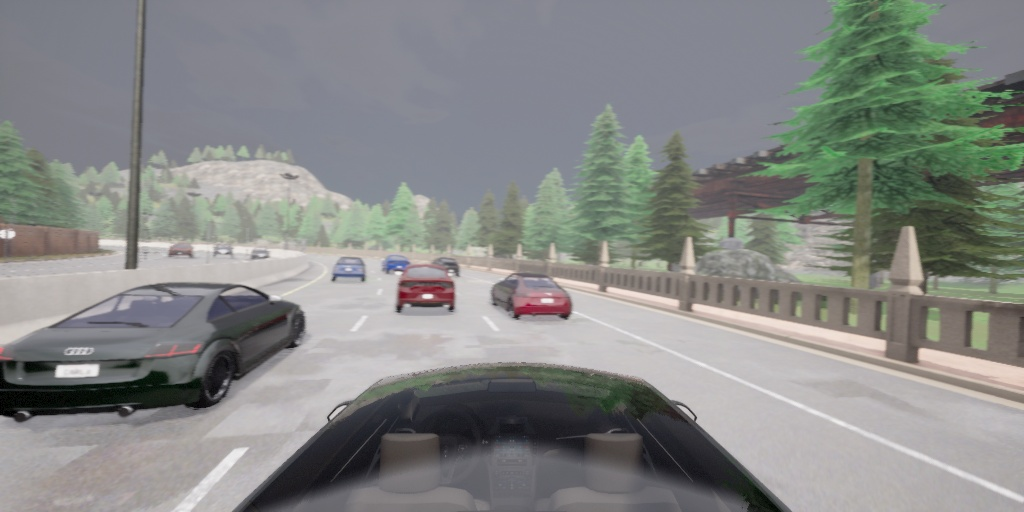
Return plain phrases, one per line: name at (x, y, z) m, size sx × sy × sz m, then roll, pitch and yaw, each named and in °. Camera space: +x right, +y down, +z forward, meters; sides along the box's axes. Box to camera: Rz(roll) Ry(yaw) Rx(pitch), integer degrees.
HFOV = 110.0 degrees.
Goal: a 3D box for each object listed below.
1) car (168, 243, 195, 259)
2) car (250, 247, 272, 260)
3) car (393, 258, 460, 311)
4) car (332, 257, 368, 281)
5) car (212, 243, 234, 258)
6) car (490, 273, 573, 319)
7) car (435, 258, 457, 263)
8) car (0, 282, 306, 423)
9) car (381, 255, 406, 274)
car at (-35.843, -0.636, 38.984) m, size 1.882 × 1.535 × 5.008 m, roll 2°, pitch 0°, yaw -39°
car at (-29.851, -0.294, 42.633) m, size 2.128 × 1.511 × 4.902 m, roll 2°, pitch 0°, yaw -38°
car at (-3.228, 1.024, 13.181) m, size 1.882 × 1.535 × 5.008 m, roll 3°, pitch 0°, yaw -16°
car at (-10.034, 0.745, 22.257) m, size 2.033 × 1.411 × 5.357 m, roll 2°, pitch 0°, yaw -22°
car at (-33.102, -0.680, 41.165) m, size 2.128 × 1.511 × 4.902 m, roll 2°, pitch 0°, yaw -39°
car at (0.537, 1.279, 12.723) m, size 1.994 × 1.385 × 4.181 m, roll 2°, pitch 0°, yaw -15°
car at (-5.663, 0.857, 29.564) m, size 1.837 × 1.490 × 4.892 m, roll 3°, pitch 0°, yaw -24°
car at (-4.792, 1.081, 5.529) m, size 1.994 × 1.385 × 4.181 m, roll 2°, pitch 0°, yaw -13°
car at (-9.805, 0.644, 30.136) m, size 1.882 × 1.535 × 5.008 m, roll 2°, pitch 0°, yaw -26°
